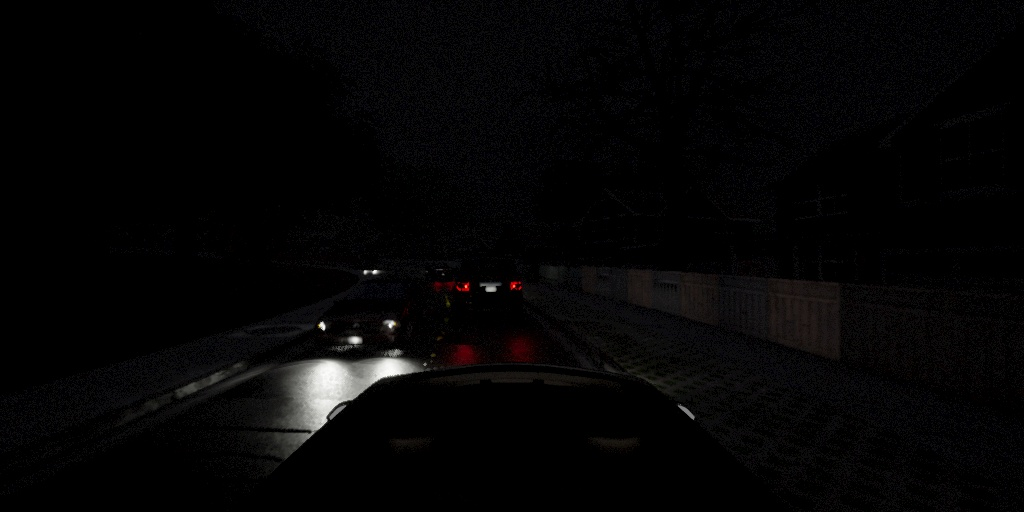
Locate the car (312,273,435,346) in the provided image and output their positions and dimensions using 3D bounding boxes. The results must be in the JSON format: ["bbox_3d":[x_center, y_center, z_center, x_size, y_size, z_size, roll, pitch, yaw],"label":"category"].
[{"bbox_3d":[-3.512,1.361,9.980,2.033,1.411,5.357,0,0,-7],"label":"car"}]

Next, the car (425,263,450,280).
[{"bbox_3d":[-6.875,1.390,33.191,2.128,1.511,4.902,0,0,-22],"label":"car"}]

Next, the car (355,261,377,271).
[{"bbox_3d":[-20.864,1.353,51.166,1.994,1.385,4.181,1,0,-39],"label":"car"}]

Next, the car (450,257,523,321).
[{"bbox_3d":[-1.011,1.060,13.049,2.150,2.045,5.566,0,0,-8],"label":"car"}]
